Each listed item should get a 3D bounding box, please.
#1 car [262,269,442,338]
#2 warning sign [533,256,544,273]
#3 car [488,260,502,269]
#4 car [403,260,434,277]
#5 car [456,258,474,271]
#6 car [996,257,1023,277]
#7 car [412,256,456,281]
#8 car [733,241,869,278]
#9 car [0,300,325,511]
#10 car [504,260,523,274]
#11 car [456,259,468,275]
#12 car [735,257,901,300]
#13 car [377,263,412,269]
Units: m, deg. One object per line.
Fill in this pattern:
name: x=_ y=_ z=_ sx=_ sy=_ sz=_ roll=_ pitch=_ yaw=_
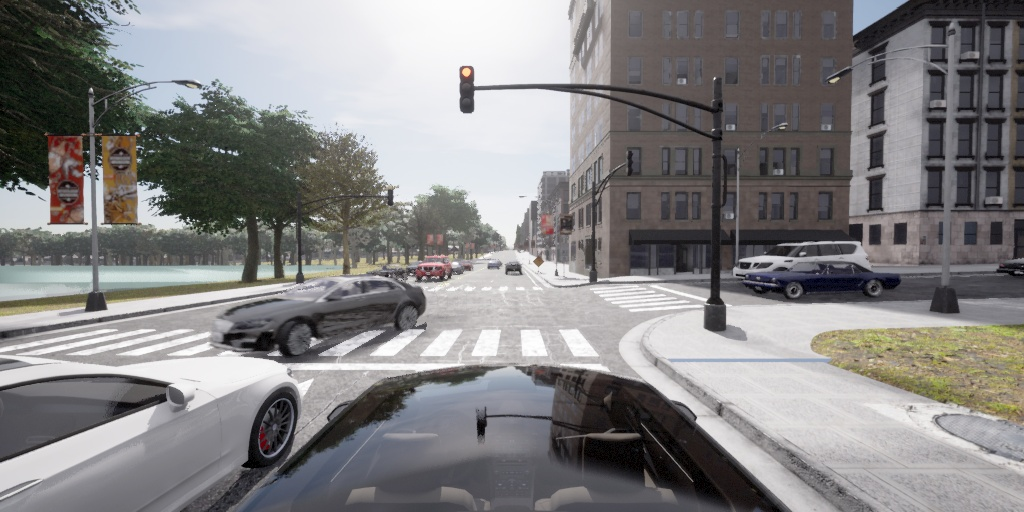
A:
car: x=-4.254 y=1.242 z=8.783 sx=2.128 sy=1.511 sz=4.902 roll=-1 pitch=0 yaw=30
warning sign: x=2.934 y=0.903 z=39.872 sx=1.300 sy=1.860 sz=1.060 roll=0 pitch=0 yaw=0
car: x=-3.024 y=1.382 z=59.191 sx=2.033 sy=1.411 sz=5.357 roll=0 pitch=0 yaw=0
car: x=-9.768 y=1.261 z=37.873 sx=1.882 sy=1.535 sz=5.008 roll=0 pitch=0 yaw=0
car: x=-6.483 y=1.292 z=49.952 sx=1.882 sy=1.535 sz=5.008 roll=0 pitch=0 yaw=0
car: x=26.695 y=0.320 z=17.005 sx=5.357 sy=1.411 sz=2.033 roll=-2 pitch=1 yaw=0
car: x=-6.537 y=0.990 z=30.659 sx=2.150 sy=2.045 sz=5.566 roll=0 pitch=0 yaw=0
car: x=13.601 y=0.354 z=16.951 sx=5.566 sy=2.045 sz=2.150 roll=-2 pitch=1 yaw=-2
car: x=-3.167 y=1.276 z=1.922 sx=1.812 sy=1.442 sz=4.674 roll=0 pitch=0 yaw=0
car: x=0.196 y=1.298 z=42.350 sx=1.837 sy=1.490 sz=4.892 roll=0 pitch=0 yaw=0
car: x=-6.510 y=1.352 z=40.047 sx=1.994 sy=1.385 sz=4.181 roll=0 pitch=0 yaw=1
car: x=11.568 y=0.861 z=13.660 sx=4.718 sy=1.301 sz=1.895 roll=-2 pitch=1 yaw=-1
car: x=-9.792 y=1.366 z=28.469 sx=1.895 sy=1.301 sz=4.718 roll=0 pitch=0 yaw=0
